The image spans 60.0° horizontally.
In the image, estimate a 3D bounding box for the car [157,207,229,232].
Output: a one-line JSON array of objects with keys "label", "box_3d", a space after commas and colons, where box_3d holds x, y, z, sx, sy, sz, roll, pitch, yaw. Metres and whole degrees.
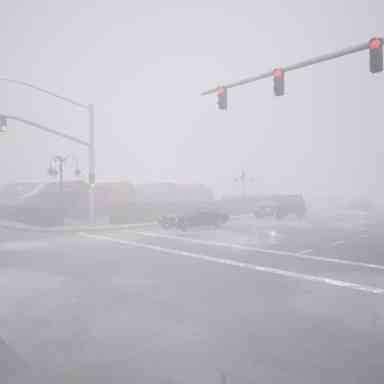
[{"label": "car", "box_3d": [0.150, 1.629, 20.779, 4.718, 1.301, 1.895, 0, 0, -44]}]

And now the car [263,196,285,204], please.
[{"label": "car", "box_3d": [16.392, 1.550, 66.896, 1.970, 1.475, 3.806, 0, 0, -44]}]

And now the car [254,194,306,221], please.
[{"label": "car", "box_3d": [7.504, 1.228, 27.949, 5.566, 2.045, 2.150, -1, 1, -44]}]

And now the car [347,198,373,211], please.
[{"label": "car", "box_3d": [20.697, 1.509, 40.769, 4.674, 1.442, 1.812, 0, 0, -44]}]

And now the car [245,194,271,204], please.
[{"label": "car", "box_3d": [12.403, 1.316, 62.996, 1.932, 1.855, 4.605, 0, 0, -44]}]
